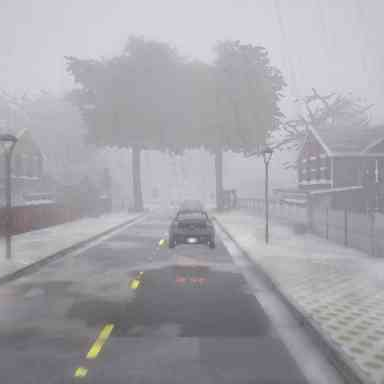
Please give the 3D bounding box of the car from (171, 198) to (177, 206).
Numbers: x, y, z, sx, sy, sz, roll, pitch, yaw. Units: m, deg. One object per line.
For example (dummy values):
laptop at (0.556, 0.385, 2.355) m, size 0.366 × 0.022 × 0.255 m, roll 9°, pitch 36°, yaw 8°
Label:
car at (-2.750, 1.785, 59.538) m, size 1.812 × 1.442 × 4.674 m, roll 0°, pitch 0°, yaw 0°

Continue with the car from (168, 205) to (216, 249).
car at (0.000, 1.530, 14.653) m, size 1.837 × 1.490 × 4.892 m, roll 0°, pitch 0°, yaw 0°

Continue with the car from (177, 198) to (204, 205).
car at (0.000, 1.426, 29.625) m, size 2.097 × 1.767 × 4.553 m, roll 0°, pitch 0°, yaw 0°
